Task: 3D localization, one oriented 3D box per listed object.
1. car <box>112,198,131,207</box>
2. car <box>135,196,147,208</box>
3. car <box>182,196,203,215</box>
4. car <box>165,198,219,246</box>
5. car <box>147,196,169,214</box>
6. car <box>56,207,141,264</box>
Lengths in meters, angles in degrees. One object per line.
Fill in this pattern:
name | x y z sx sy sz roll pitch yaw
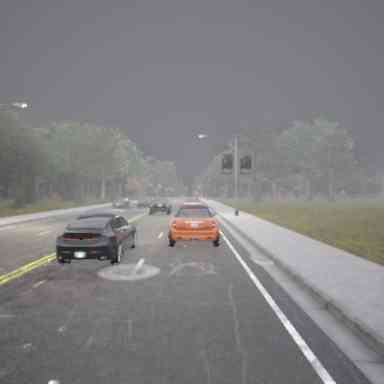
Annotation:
car | -9.862 1.532 46.566 2.128 1.511 4.902 0 0 0
car | -6.613 1.391 46.714 2.097 1.767 4.553 0 0 0
car | 0.070 1.376 35.042 2.097 1.767 4.553 0 0 0
car | 0.087 1.361 15.561 2.097 1.767 4.553 0 0 0
car | -3.181 1.377 35.023 2.097 1.767 4.553 0 0 0
car | -3.158 1.513 11.794 1.837 1.490 4.892 0 0 0
